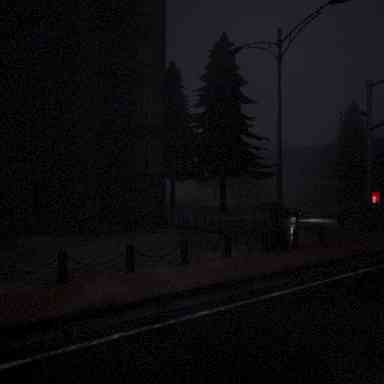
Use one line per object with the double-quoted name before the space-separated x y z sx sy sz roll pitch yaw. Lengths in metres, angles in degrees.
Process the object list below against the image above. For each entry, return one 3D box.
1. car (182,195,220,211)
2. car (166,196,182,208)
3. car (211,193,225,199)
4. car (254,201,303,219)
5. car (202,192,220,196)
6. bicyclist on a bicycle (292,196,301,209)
"car" 1.354 1.493 37.674 1.882 1.535 5.008 0 0 -37
"car" -2.468 1.616 48.834 1.895 1.301 4.718 0 0 -37
"car" 7.287 1.092 94.517 1.905 1.878 3.866 0 0 -37
"car" 7.558 1.541 29.486 1.812 1.442 4.674 0 0 -38
"car" 5.199 1.112 92.455 1.932 1.855 4.605 0 0 -37
"bicyclist on a bicycle" 11.496 1.316 36.649 1.656 1.620 0.582 0 0 -37
